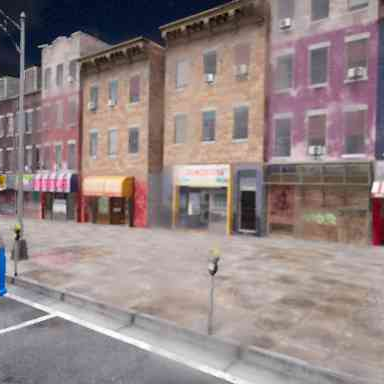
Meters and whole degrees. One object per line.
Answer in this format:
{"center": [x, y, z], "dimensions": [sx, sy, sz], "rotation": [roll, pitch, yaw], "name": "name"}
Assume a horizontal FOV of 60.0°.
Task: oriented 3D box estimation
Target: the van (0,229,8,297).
{"center": [-5.306, 1.301, 6.568], "dimensions": [3.998, 1.788, 1.690], "rotation": [0, 1, 36], "name": "van"}
